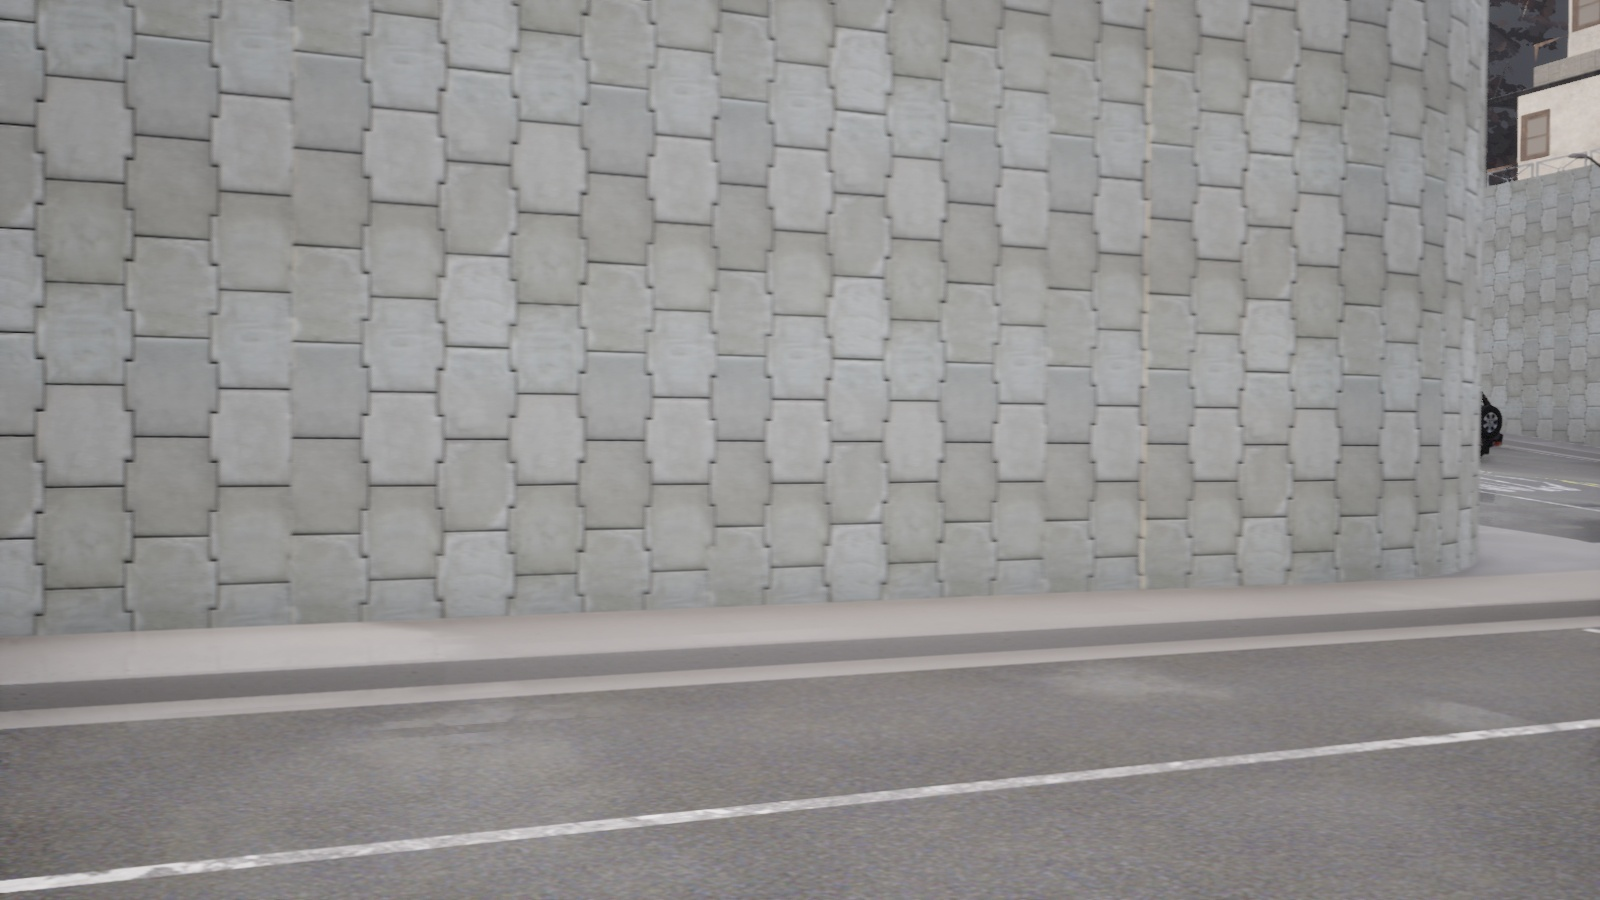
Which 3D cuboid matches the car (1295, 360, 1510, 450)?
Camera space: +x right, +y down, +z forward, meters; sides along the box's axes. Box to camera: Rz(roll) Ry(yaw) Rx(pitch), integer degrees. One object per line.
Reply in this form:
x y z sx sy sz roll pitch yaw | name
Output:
14.710 -1.177 30.997 1.932 1.855 4.605 0 6 -21 | car
